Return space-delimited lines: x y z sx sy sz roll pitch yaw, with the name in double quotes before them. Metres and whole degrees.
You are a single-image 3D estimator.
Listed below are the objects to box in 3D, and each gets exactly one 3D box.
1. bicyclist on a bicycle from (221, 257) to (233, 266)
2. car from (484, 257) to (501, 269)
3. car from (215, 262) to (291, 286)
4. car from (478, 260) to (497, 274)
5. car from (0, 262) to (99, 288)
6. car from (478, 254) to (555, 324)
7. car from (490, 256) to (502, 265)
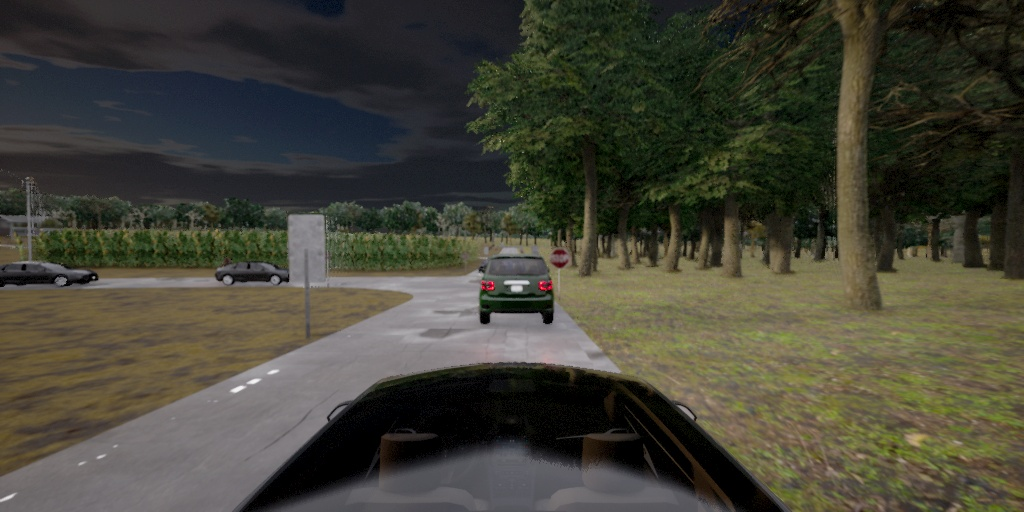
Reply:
"bicyclist on a bicycle" -23.379 0.878 29.444 0.582 1.620 1.656 0 1 -11
"car" -2.707 0.926 51.009 2.128 1.511 4.902 0 1 0
"car" -16.989 1.133 24.098 4.892 1.490 1.837 0 2 -7
"car" -2.745 1.204 40.870 1.895 1.301 4.718 0 1 0
"car" -28.536 1.115 21.717 4.892 1.490 1.837 0 2 -19
"car" 0.128 0.976 12.073 2.150 2.045 5.566 0 -1 0
"car" -2.644 0.732 61.618 1.812 1.442 4.674 0 1 1
